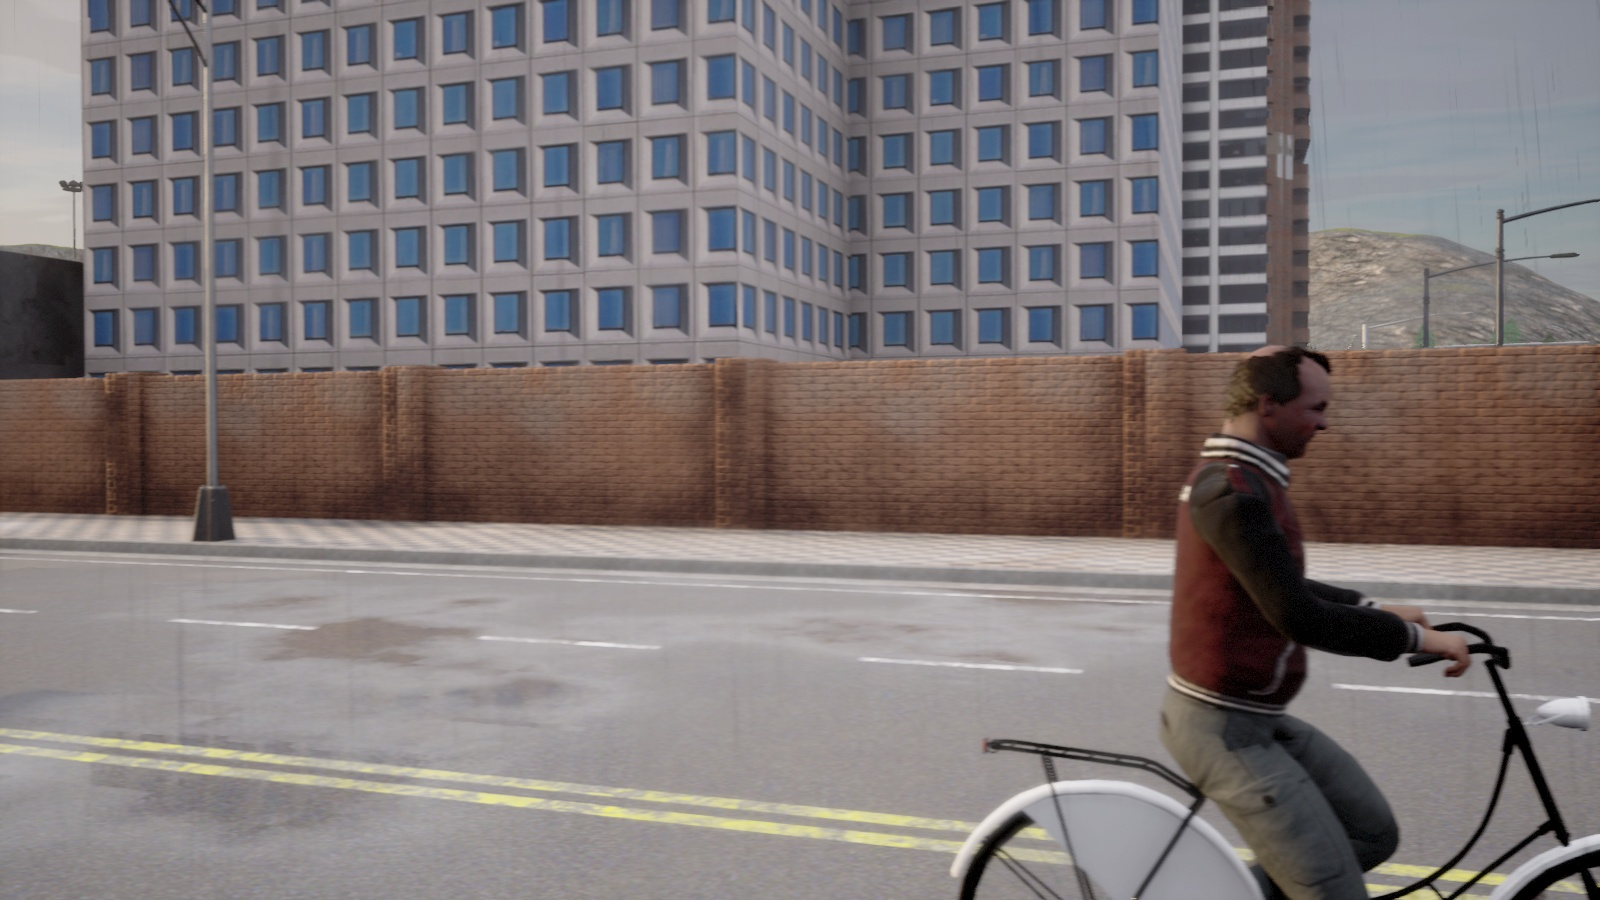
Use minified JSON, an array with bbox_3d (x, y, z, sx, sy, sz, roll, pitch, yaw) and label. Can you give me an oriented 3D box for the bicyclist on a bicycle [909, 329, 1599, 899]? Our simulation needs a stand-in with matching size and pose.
[{"bbox_3d":[1.218,0.657,2.782,1.843,1.776,0.659,0,1,19],"label":"bicyclist on a bicycle"}]
